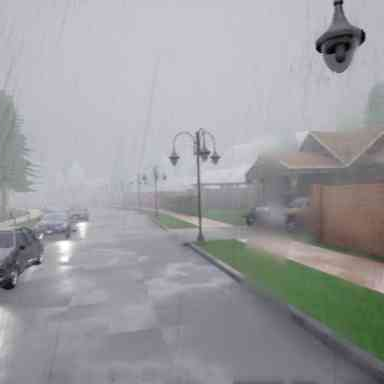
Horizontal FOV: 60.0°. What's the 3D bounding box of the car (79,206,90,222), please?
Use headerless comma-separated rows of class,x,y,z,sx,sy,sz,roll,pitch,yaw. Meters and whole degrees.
car,-10.457,2.000,30.391,1.994,1.385,4.181,-2,0,-14

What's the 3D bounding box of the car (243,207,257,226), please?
car,5.012,1.074,19.199,3.866,1.878,1.905,-2,0,-13

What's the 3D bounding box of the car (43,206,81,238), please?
car,-7.969,1.846,19.709,1.812,1.442,4.674,-2,0,-12

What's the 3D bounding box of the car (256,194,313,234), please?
car,5.954,1.034,16.836,4.605,1.855,1.932,-2,0,-13

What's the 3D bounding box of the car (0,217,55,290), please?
car,-5.684,1.761,9.755,2.033,1.411,5.357,-2,0,-13
